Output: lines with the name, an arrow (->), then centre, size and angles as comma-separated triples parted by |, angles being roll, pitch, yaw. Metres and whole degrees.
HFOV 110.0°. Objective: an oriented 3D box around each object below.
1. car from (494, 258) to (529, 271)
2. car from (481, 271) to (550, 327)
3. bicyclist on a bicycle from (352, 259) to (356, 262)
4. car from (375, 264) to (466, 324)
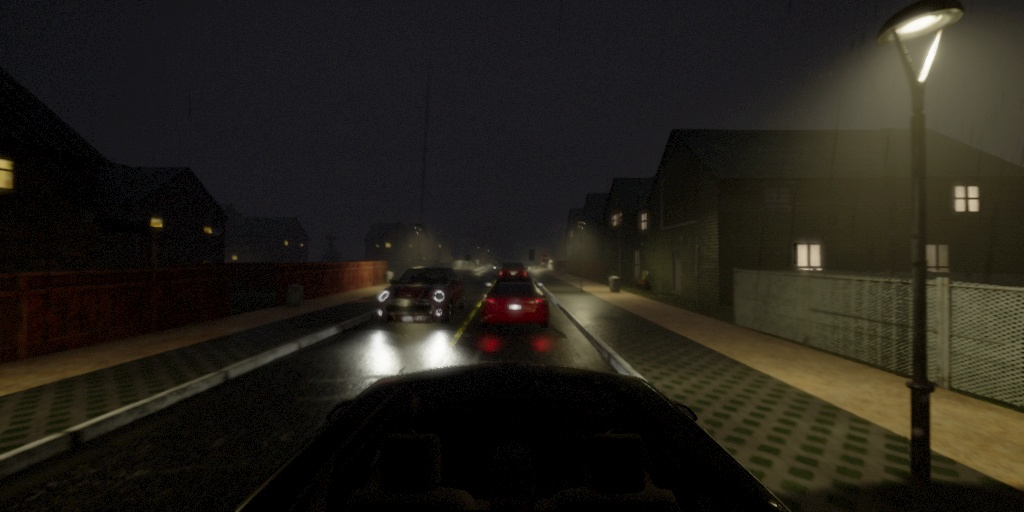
car -> 0.088, 1.188, 25.154 | 2.097, 1.767, 4.553 | 0, 0, 0
car -> 0.092, 1.351, 11.647 | 1.994, 1.385, 4.181 | 0, 0, 0
bicyclist on a bicycle -> -20.212, 1.258, 45.869 | 0.582, 1.620, 1.656 | 0, -1, 0
car -> -2.847, 1.140, 12.056 | 2.097, 1.767, 4.553 | 0, 0, 0
